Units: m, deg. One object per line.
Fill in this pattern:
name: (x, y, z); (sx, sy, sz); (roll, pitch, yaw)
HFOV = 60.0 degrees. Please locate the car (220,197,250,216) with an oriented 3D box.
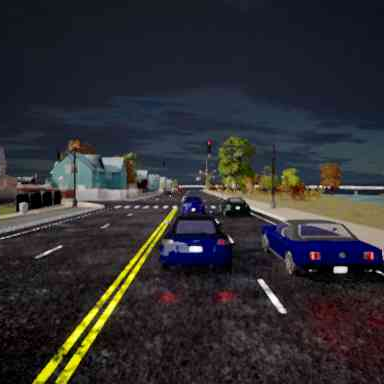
car: (3.351, 1.098, 26.209); (1.994, 1.385, 4.181); (0, 1, 0)

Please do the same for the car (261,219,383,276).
car: (3.351, 1.425, 9.704); (1.895, 1.301, 4.718); (0, 1, 0)

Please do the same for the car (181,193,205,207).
car: (0.101, 1.056, 26.418); (1.812, 1.442, 4.674); (0, 1, 0)

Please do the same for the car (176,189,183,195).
car: (-3.247, 0.018, 86.600); (1.882, 1.535, 5.008); (0, 1, 0)

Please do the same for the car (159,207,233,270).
car: (0.098, 1.376, 10.369); (1.994, 1.385, 4.181); (0, 1, 0)

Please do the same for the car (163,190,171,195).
car: (-6.497, 0.093, 86.602); (1.994, 1.385, 4.181); (0, 1, 0)
